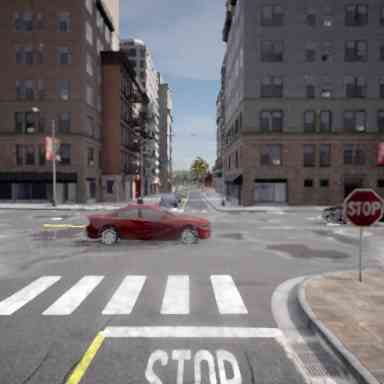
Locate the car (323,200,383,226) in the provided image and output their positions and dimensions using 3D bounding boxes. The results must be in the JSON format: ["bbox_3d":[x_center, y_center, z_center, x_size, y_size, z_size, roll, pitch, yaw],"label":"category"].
[{"bbox_3d":[10.534,1.198,20.205,4.902,1.511,2.128,0,2,0],"label":"car"}]

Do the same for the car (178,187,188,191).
[{"bbox_3d":[-2.329,0.341,60.375,2.097,1.767,4.553,0,1,1],"label":"car"}]

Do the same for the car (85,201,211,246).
[{"bbox_3d":[-1.725,1.267,13.537,5.008,1.535,1.882,0,1,0],"label":"car"}]

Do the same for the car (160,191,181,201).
[{"bbox_3d":[-2.487,0.934,36.580,1.812,1.442,4.674,0,1,1],"label":"car"}]

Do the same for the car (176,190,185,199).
[{"bbox_3d":[-2.434,0.783,46.676,2.033,1.411,5.357,0,1,0],"label":"car"}]
